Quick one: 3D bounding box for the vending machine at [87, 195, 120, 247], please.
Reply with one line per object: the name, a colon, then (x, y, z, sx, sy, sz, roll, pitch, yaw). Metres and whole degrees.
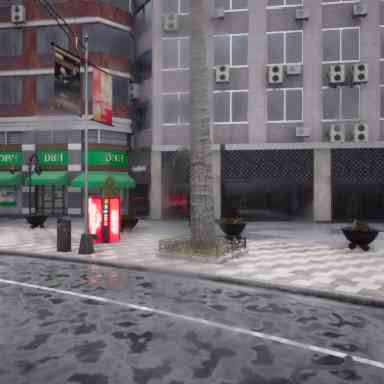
vending machine: (-3.733, 1.195, 14.134, 0.880, 2.100, 1.100, 0, 0, 24)
